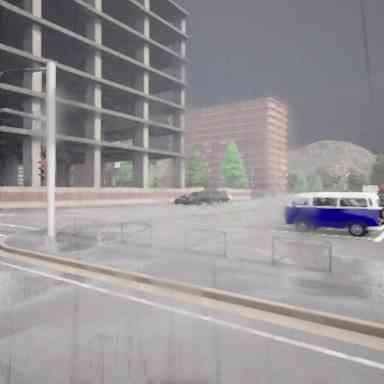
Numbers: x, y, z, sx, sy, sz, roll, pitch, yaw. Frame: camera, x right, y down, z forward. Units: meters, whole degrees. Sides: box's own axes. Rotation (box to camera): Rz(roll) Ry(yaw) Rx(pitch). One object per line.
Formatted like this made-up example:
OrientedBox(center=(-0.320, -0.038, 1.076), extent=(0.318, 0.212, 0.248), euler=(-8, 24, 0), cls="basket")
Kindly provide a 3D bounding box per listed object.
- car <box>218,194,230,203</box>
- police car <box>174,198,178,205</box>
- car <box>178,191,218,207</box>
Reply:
OrientedBox(center=(4.893, 1.204, 58.281), extent=(1.837, 1.490, 4.892), euler=(1, 0, 36), cls="car")
OrientedBox(center=(-0.746, 1.124, 50.317), extent=(1.930, 1.638, 5.238), euler=(1, 0, 35), cls="police car")
OrientedBox(center=(0.909, 0.948, 46.748), extent=(2.150, 2.045, 5.566), euler=(1, 0, 35), cls="car")
